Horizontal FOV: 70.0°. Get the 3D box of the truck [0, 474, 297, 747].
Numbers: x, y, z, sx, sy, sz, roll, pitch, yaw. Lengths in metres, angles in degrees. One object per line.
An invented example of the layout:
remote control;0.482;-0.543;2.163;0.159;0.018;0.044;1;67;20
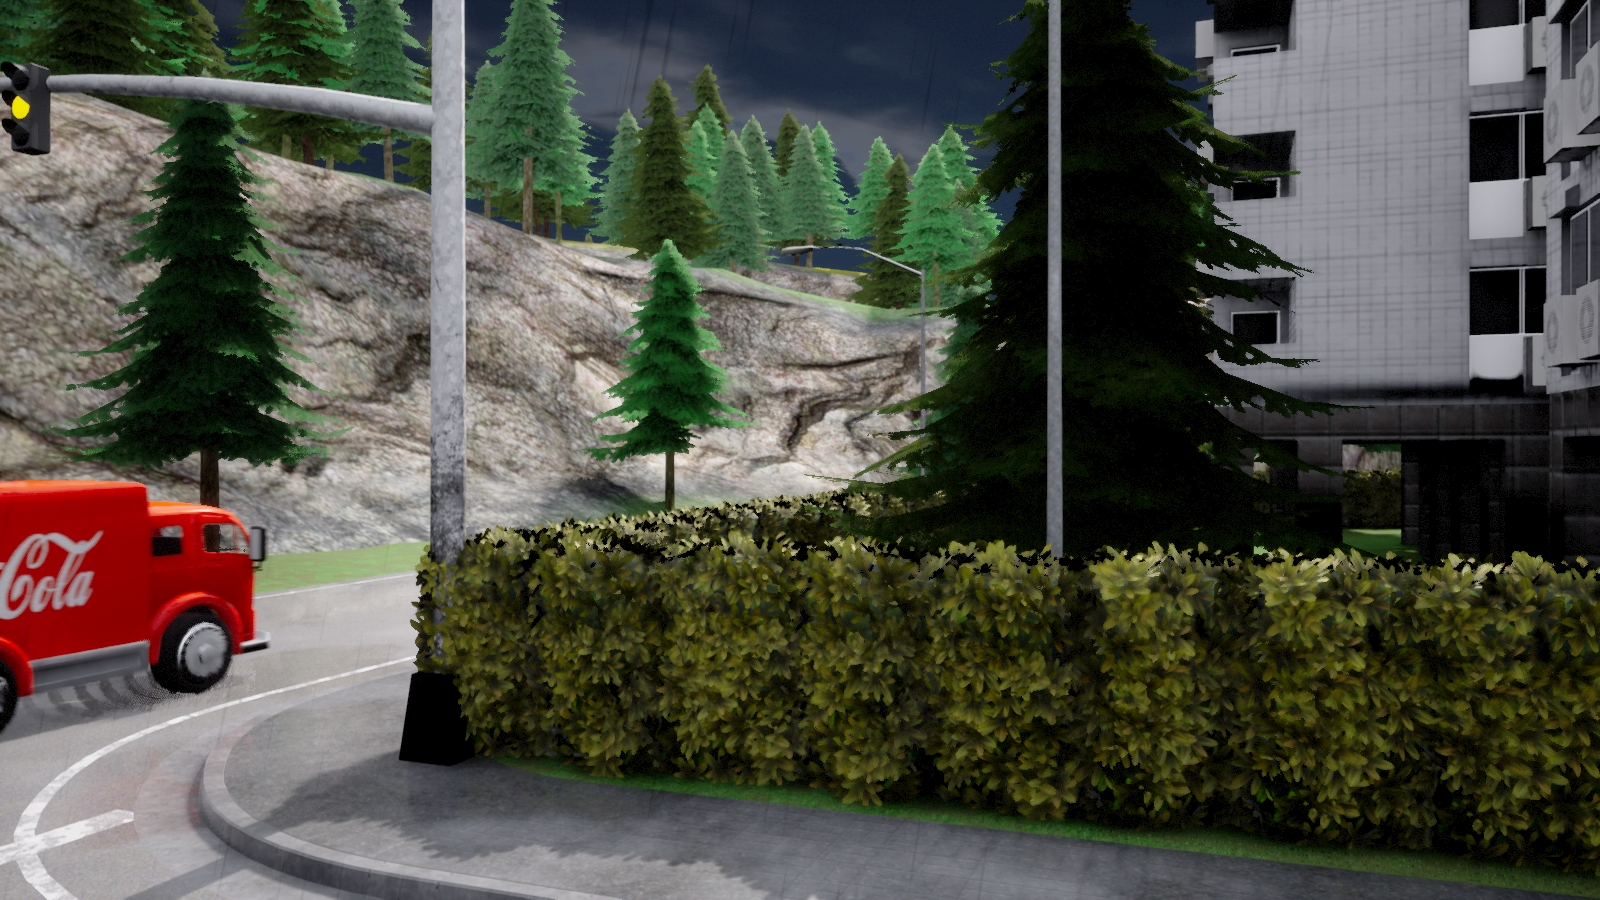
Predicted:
truck;-8.378;1.552;12.157;2.627;2.467;5.204;0;0;21
